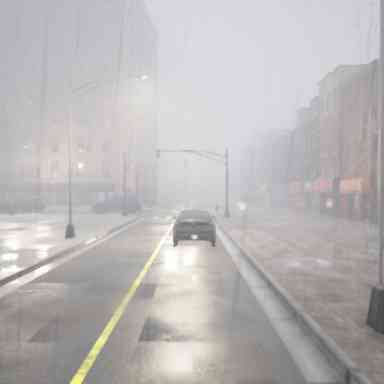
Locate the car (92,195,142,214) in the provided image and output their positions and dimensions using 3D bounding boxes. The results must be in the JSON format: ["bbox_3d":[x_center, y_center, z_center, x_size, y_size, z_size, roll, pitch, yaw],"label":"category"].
[{"bbox_3d":[-8.431,1.389,37.667,5.566,2.045,2.150,0,0,9],"label":"car"}]

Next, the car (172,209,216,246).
[{"bbox_3d":[0.099,1.558,15.693,1.837,1.490,4.892,0,0,0],"label":"car"}]

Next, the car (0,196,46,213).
[{"bbox_3d":[-20.236,1.460,39.605,5.566,2.045,2.150,0,0,10],"label":"car"}]
